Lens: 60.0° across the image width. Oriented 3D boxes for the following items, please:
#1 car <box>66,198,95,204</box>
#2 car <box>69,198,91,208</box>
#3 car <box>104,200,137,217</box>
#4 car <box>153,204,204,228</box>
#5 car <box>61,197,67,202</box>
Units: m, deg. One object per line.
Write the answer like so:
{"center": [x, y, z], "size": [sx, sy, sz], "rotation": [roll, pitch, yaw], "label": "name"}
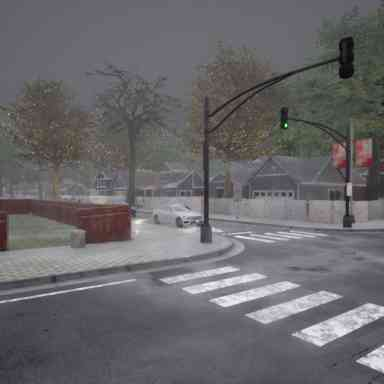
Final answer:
{"center": [-12.849, 1.530, 39.183], "size": [1.882, 1.535, 5.008], "rotation": [0, 0, -35], "label": "car"}
{"center": [-16.733, 1.654, 49.588], "size": [1.994, 1.385, 4.181], "rotation": [0, 0, -35], "label": "car"}
{"center": [-6.861, 1.514, 30.802], "size": [1.882, 1.535, 5.008], "rotation": [0, 0, -36], "label": "car"}
{"center": [-1.022, 1.547, 22.634], "size": [1.812, 1.442, 4.674], "rotation": [0, 0, -36], "label": "car"}
{"center": [-22.394, 1.601, 57.395], "size": [2.128, 1.511, 4.902], "rotation": [0, 0, -36], "label": "car"}
